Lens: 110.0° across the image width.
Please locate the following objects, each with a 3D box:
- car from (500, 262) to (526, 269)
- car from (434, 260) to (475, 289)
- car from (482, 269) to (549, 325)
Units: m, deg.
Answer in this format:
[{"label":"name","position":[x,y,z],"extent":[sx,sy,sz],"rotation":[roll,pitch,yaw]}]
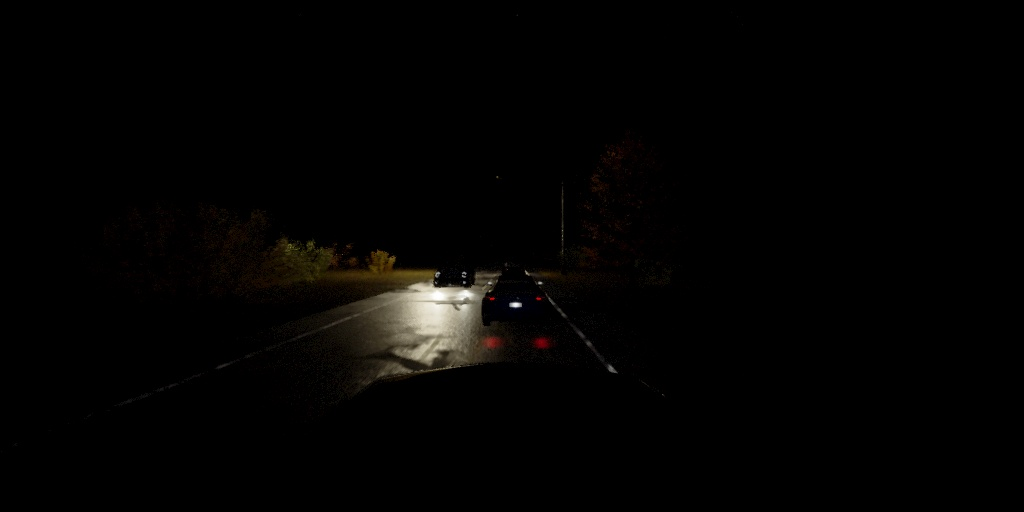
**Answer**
[{"label":"car","position":[0.103,1.239,29.443],"extent":[2.128,1.511,4.902],"rotation":[0,0,0]},{"label":"car","position":[-3.596,1.100,23.022],"extent":[2.097,1.767,4.553],"rotation":[0,0,0]},{"label":"car","position":[0.102,1.314,11.852],"extent":[1.994,1.385,4.181],"rotation":[0,0,0]}]
